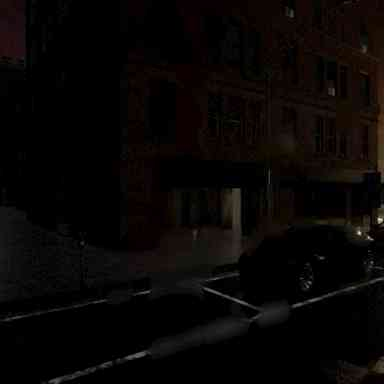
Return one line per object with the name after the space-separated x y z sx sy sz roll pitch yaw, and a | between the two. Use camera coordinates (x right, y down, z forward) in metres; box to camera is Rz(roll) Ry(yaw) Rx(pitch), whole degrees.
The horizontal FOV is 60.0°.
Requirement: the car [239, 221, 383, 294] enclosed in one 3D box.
3.185 1.565 8.816 4.313 1.339 1.947 0 0 -36 | car
